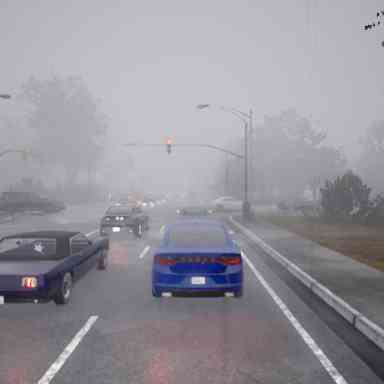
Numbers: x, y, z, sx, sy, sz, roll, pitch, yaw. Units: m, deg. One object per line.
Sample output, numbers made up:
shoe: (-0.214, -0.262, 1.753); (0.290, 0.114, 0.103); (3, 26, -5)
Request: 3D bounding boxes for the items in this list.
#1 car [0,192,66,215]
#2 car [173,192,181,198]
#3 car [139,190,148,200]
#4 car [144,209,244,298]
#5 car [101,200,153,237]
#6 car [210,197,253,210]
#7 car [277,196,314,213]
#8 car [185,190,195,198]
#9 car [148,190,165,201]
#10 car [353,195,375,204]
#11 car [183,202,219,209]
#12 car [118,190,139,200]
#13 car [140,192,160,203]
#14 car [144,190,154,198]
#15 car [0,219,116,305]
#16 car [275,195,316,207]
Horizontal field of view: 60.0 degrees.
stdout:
car: (-14.585, 0.997, 30.509); (5.566, 2.045, 2.150); (0, 1, -3)
car: (-3.839, 0.722, 85.603); (2.033, 1.411, 5.357); (0, 1, -4)
car: (-10.449, 0.695, 63.428); (2.150, 2.045, 5.566); (0, 1, 0)
car: (0.116, 1.444, 8.531); (1.882, 1.535, 5.008); (0, 0, 0)
car: (-3.370, 1.398, 17.237); (1.837, 1.490, 4.892); (0, 0, 0)
car: (4.101, 1.259, 35.057); (4.674, 1.442, 1.812); (0, 1, -3)
car: (10.643, 1.253, 31.899); (4.902, 1.511, 2.128); (0, 1, -3)
car: (-0.322, 0.400, 85.404); (2.150, 2.045, 5.566); (0, 1, -4)
car: (-6.951, 0.942, 64.262); (1.882, 1.535, 5.008); (0, 1, 0)
car: (22.488, 1.165, 43.264); (4.892, 1.490, 1.837); (0, 1, -3)
car: (0.130, 1.455, 17.513); (1.994, 1.385, 4.181); (0, 0, 0)
car: (-10.524, 0.918, 53.844); (2.097, 1.767, 4.553); (0, 1, 1)
car: (-6.995, 1.115, 55.454); (1.994, 1.385, 4.181); (0, 1, 0)
car: (-10.774, 0.426, 84.223); (2.150, 2.045, 5.566); (0, 1, -3)
car: (-3.385, 1.571, 7.986); (1.895, 1.301, 4.718); (0, 0, 0)
car: (13.299, 1.190, 42.760); (4.674, 1.442, 1.812); (0, 1, -3)
